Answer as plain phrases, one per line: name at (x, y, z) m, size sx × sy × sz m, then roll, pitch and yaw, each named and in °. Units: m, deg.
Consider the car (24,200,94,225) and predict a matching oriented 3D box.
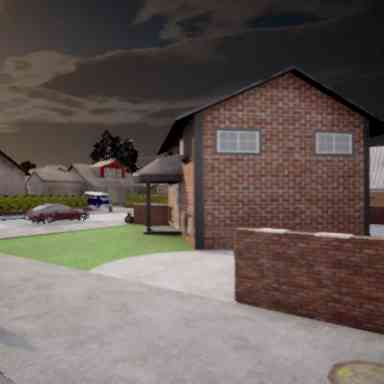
car at (-10.048, 1.596, 24.968) m, size 1.812 × 1.442 × 4.674 m, roll 0°, pitch 0°, yaw 37°
